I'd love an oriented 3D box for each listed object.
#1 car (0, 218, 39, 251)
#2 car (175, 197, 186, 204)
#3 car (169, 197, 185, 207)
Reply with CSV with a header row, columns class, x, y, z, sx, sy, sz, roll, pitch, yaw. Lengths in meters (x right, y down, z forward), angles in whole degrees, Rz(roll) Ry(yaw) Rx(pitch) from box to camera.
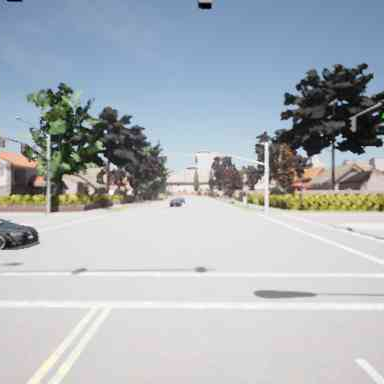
class,x,y,z,sx,sy,sz,roll,pitch,yaw
car,-8.669,1.659,13.811,4.181,1.385,1.994,1,0,1
car,-2.415,1.706,69.628,2.033,1.411,5.357,0,0,1
car,-2.639,1.676,53.893,2.033,1.411,5.357,0,0,1
